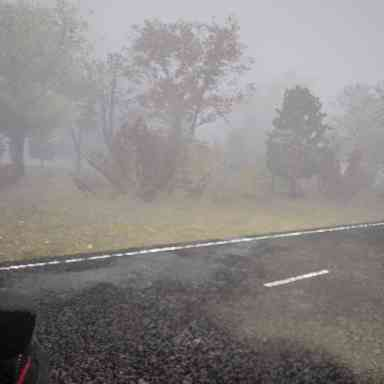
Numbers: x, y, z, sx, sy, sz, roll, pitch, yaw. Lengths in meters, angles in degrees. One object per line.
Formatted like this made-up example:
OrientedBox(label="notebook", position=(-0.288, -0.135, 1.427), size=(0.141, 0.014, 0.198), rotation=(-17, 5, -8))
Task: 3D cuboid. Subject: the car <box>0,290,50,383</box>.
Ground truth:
OrientedBox(label="car", position=(-3.220, 1.276, 1.305), size=(4.892, 1.490, 1.837), rotation=(0, 5, -35))
